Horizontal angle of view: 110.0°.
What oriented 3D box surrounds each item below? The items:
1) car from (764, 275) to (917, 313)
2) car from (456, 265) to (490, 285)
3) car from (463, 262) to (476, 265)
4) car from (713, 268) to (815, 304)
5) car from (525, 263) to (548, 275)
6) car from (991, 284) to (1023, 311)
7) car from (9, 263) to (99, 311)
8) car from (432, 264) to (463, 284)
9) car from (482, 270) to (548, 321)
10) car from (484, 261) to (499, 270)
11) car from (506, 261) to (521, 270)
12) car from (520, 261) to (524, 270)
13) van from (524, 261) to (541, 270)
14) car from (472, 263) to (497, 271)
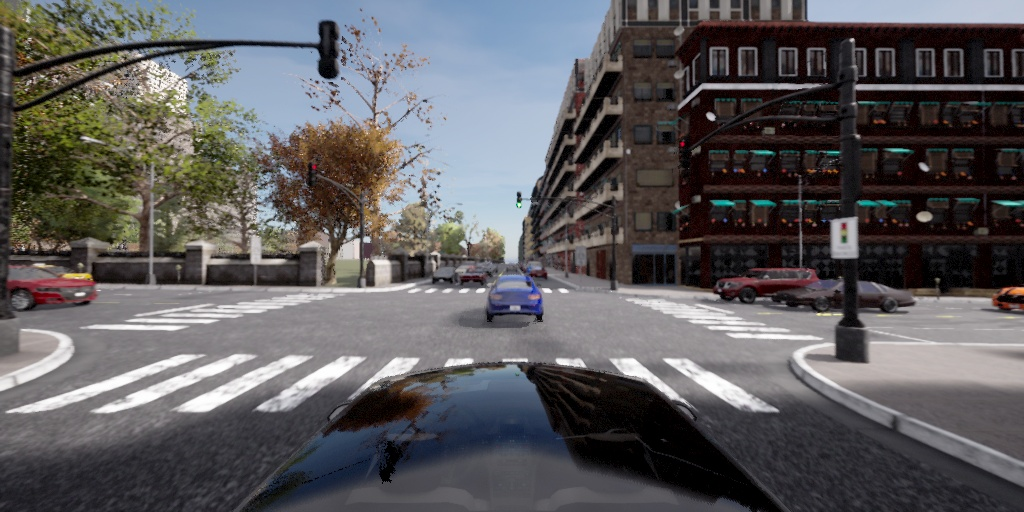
[{"bbox_3d":[15.006,1.764,16.343,5.357,1.411,2.033,1,-1,-1],"label":"car"},{"bbox_3d":[-3.115,1.668,29.548,1.895,1.301,4.718,0,-1,0],"label":"car"},{"bbox_3d":[-5.720,1.746,42.328,1.751,1.417,4.829,0,0,0],"label":"car"},{"bbox_3d":[13.436,1.541,18.909,5.009,1.841,2.192,0,0,-1],"label":"car"},{"bbox_3d":[2.664,1.699,36.873,1.888,1.381,4.507,0,0,0],"label":"car"},{"bbox_3d":[25.260,1.757,16.447,4.553,1.767,2.097,1,-1,-1],"label":"car"},{"bbox_3d":[-17.940,1.052,12.813,5.008,1.535,1.882,1,-1,-1],"label":"car"},{"bbox_3d":[-5.712,1.652,31.238,1.948,1.339,4.313,0,0,0],"label":"car"},{"bbox_3d":[0.092,1.401,12.884,1.812,1.442,4.674,0,-1,0],"label":"car"},{"bbox_3d":[-3.079,1.871,55.403,2.128,1.511,4.902,0,-1,0],"label":"car"},{"bbox_3d":[-0.044,1.927,59.931,2.128,1.511,4.902,0,-1,0],"label":"car"},{"bbox_3d":[2.651,1.798,53.763,1.967,1.591,4.097,0,0,0],"label":"car"},{"bbox_3d":[2.660,1.562,42.504,1.690,1.789,3.998,0,0,0],"label":"van"},{"bbox_3d":[-3.104,1.801,40.829,1.895,1.301,4.718,0,-1,0],"label":"car"}]
